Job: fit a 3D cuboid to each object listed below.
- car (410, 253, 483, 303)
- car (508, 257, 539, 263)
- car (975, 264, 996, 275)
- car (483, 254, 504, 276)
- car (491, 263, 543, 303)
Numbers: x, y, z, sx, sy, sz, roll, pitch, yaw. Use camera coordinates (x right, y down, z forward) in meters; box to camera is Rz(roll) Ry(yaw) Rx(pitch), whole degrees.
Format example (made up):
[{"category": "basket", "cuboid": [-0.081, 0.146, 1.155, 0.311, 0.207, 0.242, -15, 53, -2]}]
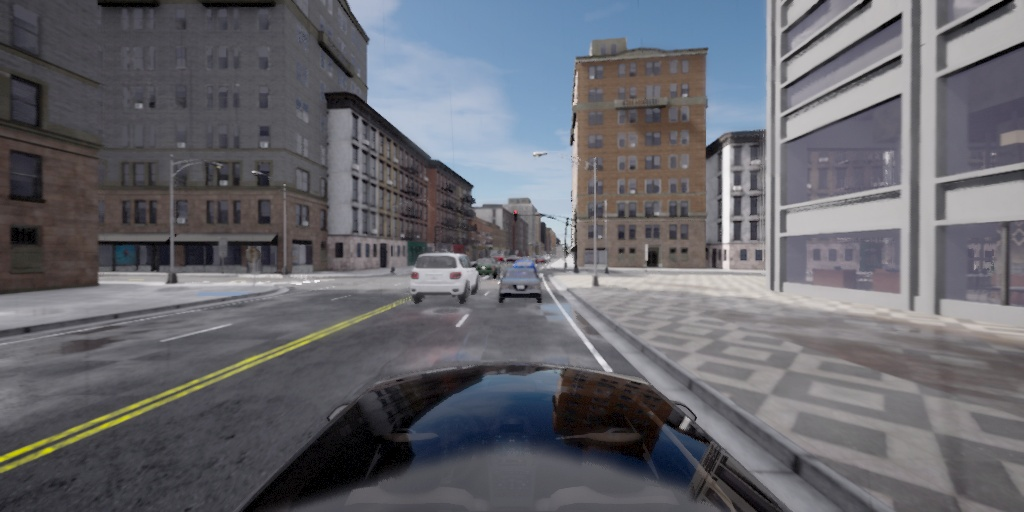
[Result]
[{"category": "car", "cuboid": [-2.839, 0.890, 16.132, 2.150, 2.045, 5.566, 0, 0, 2]}, {"category": "car", "cuboid": [1.012, 1.076, 28.773, 1.882, 1.535, 5.008, 0, 0, 3]}, {"category": "car", "cuboid": [48.111, 1.326, 34.098, 5.566, 2.045, 2.150, 1, 0, 9]}, {"category": "car", "cuboid": [-2.129, 0.940, 30.567, 2.097, 1.767, 4.553, 0, 0, 3]}, {"category": "car", "cuboid": [0.393, 1.214, 16.209, 2.033, 1.411, 5.357, 0, 0, 2]}]
